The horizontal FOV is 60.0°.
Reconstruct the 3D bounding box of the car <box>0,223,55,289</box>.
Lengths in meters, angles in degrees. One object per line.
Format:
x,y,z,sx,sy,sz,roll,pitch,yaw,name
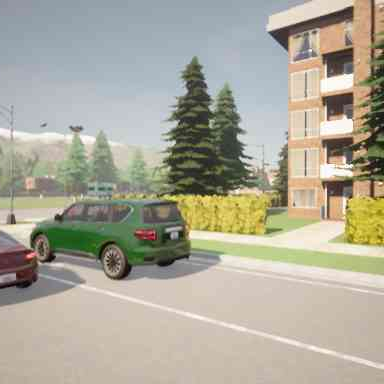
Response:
-5.431,1.496,7.809,4.674,1.442,1.812,0,0,36,car

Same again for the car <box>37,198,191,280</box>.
-2.626,1.195,10.102,5.566,2.045,2.150,0,0,36,car
